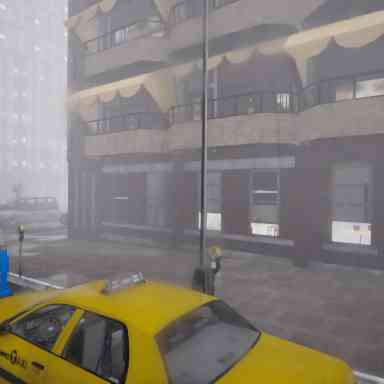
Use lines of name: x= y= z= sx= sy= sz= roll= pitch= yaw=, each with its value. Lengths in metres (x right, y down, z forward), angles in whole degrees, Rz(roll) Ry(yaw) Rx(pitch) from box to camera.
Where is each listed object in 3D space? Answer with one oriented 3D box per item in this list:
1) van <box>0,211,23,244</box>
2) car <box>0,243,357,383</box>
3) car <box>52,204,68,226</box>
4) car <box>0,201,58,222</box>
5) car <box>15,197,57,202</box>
van: x=-5.317 y=1.339 z=6.663 sx=3.998 sy=1.788 sz=1.690 roll=0 pitch=1 yaw=36
car: x=-0.897 y=1.525 z=3.506 sx=4.829 sy=1.417 sz=1.752 roll=0 pitch=1 yaw=36
car: x=-6.951 y=1.686 z=23.209 sx=1.887 sy=1.381 sz=4.507 roll=1 pitch=0 yaw=36
car: x=-12.528 y=1.653 z=25.370 sx=1.895 sy=1.301 sz=4.718 roll=1 pitch=0 yaw=36
car: x=-13.735 y=1.339 z=28.124 sx=2.192 sy=1.841 sz=5.009 roll=1 pitch=0 yaw=36
